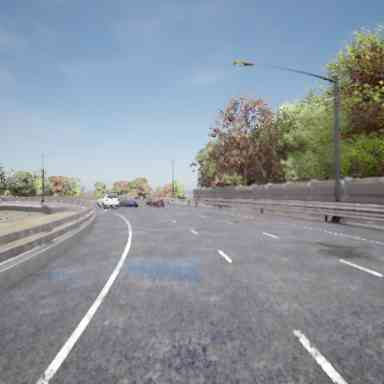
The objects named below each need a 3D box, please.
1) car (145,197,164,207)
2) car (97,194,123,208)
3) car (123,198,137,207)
[{"bbox_3d":[-5.866,1.589,52.221,1.812,1.442,4.674,0,0,-28],"label":"car"},{"bbox_3d":[-12.784,1.368,50.528,2.150,2.045,5.566,0,0,-29],"label":"car"},{"bbox_3d":[-10.174,1.679,52.846,1.994,1.385,4.181,-1,0,-29],"label":"car"}]
